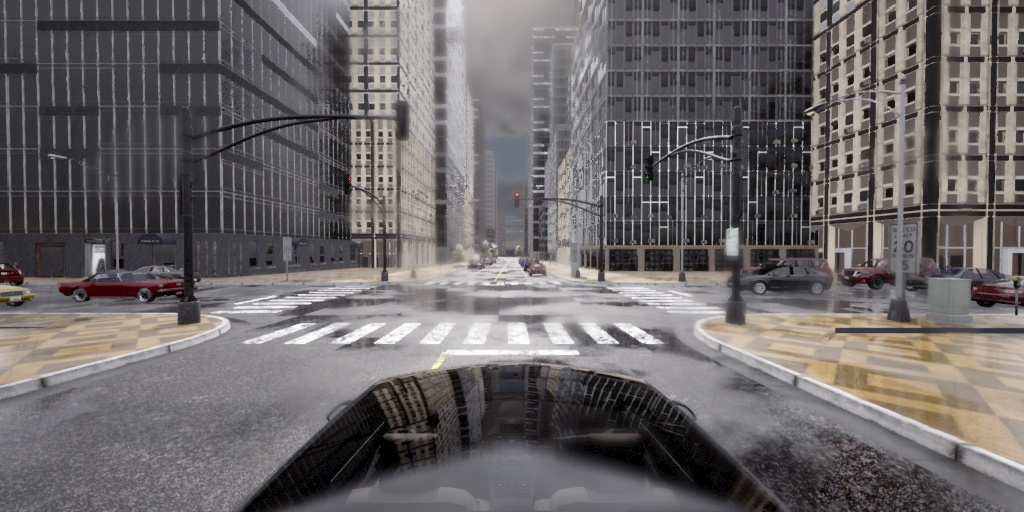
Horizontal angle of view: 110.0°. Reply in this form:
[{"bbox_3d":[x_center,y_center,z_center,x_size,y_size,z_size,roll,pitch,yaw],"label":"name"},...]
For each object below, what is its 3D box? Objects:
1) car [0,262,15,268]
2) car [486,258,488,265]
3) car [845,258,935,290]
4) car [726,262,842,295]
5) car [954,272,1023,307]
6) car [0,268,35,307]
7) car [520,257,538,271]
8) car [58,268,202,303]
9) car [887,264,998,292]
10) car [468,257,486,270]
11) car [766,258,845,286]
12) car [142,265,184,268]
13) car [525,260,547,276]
[{"bbox_3d":[-26.392,1.207,16.189,5.008,1.535,1.882,0,1,0],"label":"car"},{"bbox_3d":[-5.277,1.307,58.034,1.802,1.307,4.207,0,0,0],"label":"car"},{"bbox_3d":[22.907,1.032,21.821,5.009,1.841,2.192,0,0,0],"label":"car"},{"bbox_3d":[14.185,1.250,19.189,4.892,1.490,1.837,0,1,1],"label":"car"},{"bbox_3d":[20.189,1.417,13.678,4.207,1.307,1.802,0,0,0],"label":"car"},{"bbox_3d":[-21.253,1.301,13.612,4.829,1.417,1.751,0,0,0],"label":"car"},{"bbox_3d":[2.584,1.046,47.004,2.192,1.841,5.009,0,0,0],"label":"car"},{"bbox_3d":[-17.149,1.344,16.202,4.718,1.301,1.895,0,1,3],"label":"car"},{"bbox_3d":[24.008,1.305,19.220,5.357,1.411,2.033,0,1,0],"label":"car"},{"bbox_3d":[-5.281,1.168,52.509,1.967,1.591,4.097,0,0,0],"label":"car"},{"bbox_3d":[16.575,1.024,21.811,5.009,1.841,2.192,0,0,0],"label":"car"},{"bbox_3d":[-21.436,1.204,21.751,4.403,1.370,2.007,0,0,0],"label":"car"},{"bbox_3d":[2.556,1.319,35.955,1.802,1.307,4.207,0,0,0],"label":"car"}]
